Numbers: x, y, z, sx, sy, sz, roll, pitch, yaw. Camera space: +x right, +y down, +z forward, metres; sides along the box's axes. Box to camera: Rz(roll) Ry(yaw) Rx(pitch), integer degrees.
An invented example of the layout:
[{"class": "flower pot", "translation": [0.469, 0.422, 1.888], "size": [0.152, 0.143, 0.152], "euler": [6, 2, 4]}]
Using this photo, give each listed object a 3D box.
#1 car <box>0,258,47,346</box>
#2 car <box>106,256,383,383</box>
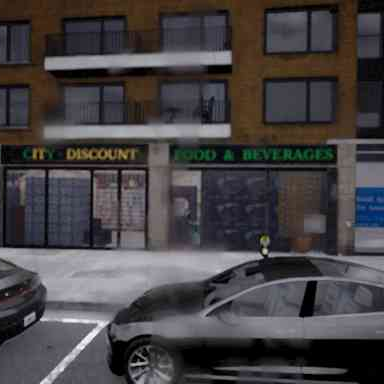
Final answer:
[{"class": "car", "translation": [-4.447, 1.541, 4.916], "size": [4.403, 1.369, 2.008], "euler": [0, 1, 7]}, {"class": "car", "translation": [1.103, 1.563, 4.284], "size": [4.313, 1.339, 1.947], "euler": [0, 1, 7]}]
